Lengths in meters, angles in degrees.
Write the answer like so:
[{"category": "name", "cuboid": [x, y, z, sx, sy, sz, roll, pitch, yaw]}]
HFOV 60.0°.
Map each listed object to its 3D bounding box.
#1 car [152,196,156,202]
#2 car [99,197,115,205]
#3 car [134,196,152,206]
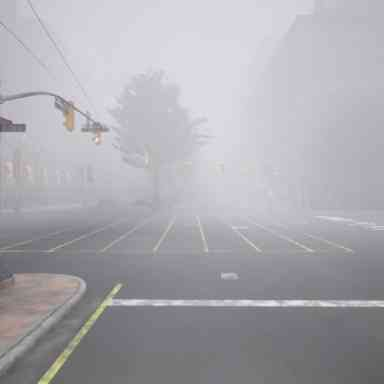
[{"category": "car", "cuboid": [-7.981, 1.543, 69.266, 1.994, 1.385, 4.181, 0, 0, 0]}, {"category": "car", "cuboid": [-14.733, 1.587, 57.808, 1.895, 1.301, 4.718, 0, 0, 0]}, {"category": "car", "cuboid": [-8.075, 1.470, 53.913, 1.882, 1.535, 5.008, 0, 0, 0]}]
